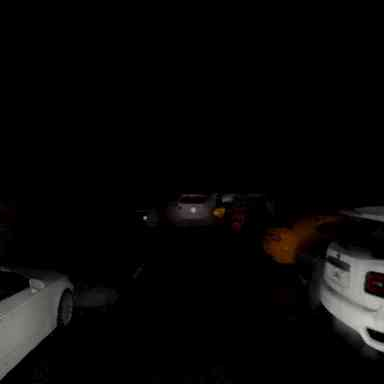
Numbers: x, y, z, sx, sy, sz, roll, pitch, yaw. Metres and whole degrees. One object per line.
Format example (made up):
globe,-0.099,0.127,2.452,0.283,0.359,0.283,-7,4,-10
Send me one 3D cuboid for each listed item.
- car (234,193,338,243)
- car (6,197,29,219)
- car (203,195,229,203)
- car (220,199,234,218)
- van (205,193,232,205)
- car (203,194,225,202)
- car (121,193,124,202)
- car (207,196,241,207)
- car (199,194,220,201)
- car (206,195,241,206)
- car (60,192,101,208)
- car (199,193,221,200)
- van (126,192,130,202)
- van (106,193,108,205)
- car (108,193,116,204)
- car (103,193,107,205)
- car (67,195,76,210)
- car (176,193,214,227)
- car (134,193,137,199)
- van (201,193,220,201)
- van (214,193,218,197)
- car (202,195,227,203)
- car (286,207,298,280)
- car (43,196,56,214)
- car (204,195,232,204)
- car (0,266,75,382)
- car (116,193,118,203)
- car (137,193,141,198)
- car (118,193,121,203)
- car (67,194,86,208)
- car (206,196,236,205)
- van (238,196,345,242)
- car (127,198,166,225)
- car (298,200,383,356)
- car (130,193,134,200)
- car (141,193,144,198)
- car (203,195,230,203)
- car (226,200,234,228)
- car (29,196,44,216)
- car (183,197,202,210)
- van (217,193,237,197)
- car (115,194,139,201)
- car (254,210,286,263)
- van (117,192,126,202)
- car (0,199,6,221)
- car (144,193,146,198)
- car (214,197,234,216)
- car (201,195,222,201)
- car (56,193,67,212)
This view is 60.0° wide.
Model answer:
car,4.665,1.184,12.821,5.566,2.045,2.435,0,0,0
car,-15.578,1.358,25.180,5.008,1.535,2.097,0,0,0
car,4.615,1.347,65.208,4.892,1.521,2.231,0,0,0
car,4.631,1.429,23.852,4.674,1.452,2.002,0,0,0
van,4.506,1.109,56.814,4.442,1.987,1.878,0,0,0
car,4.589,1.233,70.723,4.553,1.767,2.185,0,0,0
car,-15.561,1.369,61.179,4.674,1.452,2.002,0,0,0
car,4.620,1.335,48.667,4.892,1.521,2.231,0,0,0
car,4.431,1.405,84.509,5.366,1.575,1.946,0,0,0
car,4.811,1.330,51.423,5.366,1.575,1.946,0,0,0
car,-15.544,1.067,44.631,5.566,2.045,2.435,0,0,0
car,4.644,1.168,87.268,5.566,2.045,2.435,0,0,0
van,-15.444,1.116,66.862,4.442,1.987,1.878,0,0,0
van,-15.453,1.092,50.189,4.442,1.987,1.878,0,0,0
car,-15.540,1.067,52.966,5.566,2.045,2.435,0,0,0
car,-15.386,1.315,47.409,5.366,1.575,1.946,0,0,0
car,-15.574,1.369,36.295,4.674,1.452,2.002,0,0,0
car,0.106,1.135,22.384,2.150,2.045,5.566,0,0,0
car,-15.554,1.410,75.135,4.674,1.452,2.002,0,0,0
van,4.500,1.171,81.753,4.442,1.987,1.878,0,0,0
van,4.747,1.129,34.880,4.442,1.987,1.878,0,0,0
car,4.615,1.353,67.966,4.892,1.521,2.231,0,0,0
car,4.669,1.331,7.182,4.553,1.767,2.185,0,0,0
car,-15.548,1.215,30.734,4.553,1.767,2.185,0,0,0
car,4.617,1.338,59.695,4.892,1.521,2.231,0,0,0
car,-2.902,1.514,3.772,1.812,1.442,4.674,0,0,0
car,-15.560,1.323,55.747,4.892,1.521,2.231,0,0,0
car,-15.527,1.130,77.854,5.566,2.045,2.435,0,0,0
car,-15.535,1.354,58.525,4.792,1.488,2.163,0,0,0
car,-15.569,1.325,39.073,4.892,1.521,2.231,0,0,0
car,4.622,1.373,54.181,4.674,1.452,2.002,0,0,0
van,4.519,1.197,15.579,4.442,1.987,1.878,0,0,0
car,-2.906,1.403,23.254,2.128,1.511,4.902,0,0,0
car,4.667,1.215,4.546,5.566,2.045,2.435,0,0,0
car,-15.588,1.099,69.642,5.566,2.045,2.435,0,0,0
car,-15.582,1.155,83.539,5.566,2.045,2.435,0,0,0
car,4.616,1.342,62.451,4.892,1.521,2.231,0,0,0
car,4.640,1.411,18.337,5.008,1.535,2.097,0,0,0
car,-15.587,1.350,27.957,4.892,1.521,2.231,0,0,0
car,0.089,1.353,40.378,2.128,1.511,4.902,0,0,0
van,4.749,1.143,29.367,4.442,1.987,1.878,0,0,0
car,-15.739,1.391,80.758,5.366,1.575,1.946,0,0,0
car,4.632,1.446,9.939,5.008,1.535,2.097,0,0,0
van,-15.679,1.110,64.085,4.442,1.987,1.878,0,0,0
car,-15.615,1.242,22.398,4.553,1.767,2.185,0,0,0
car,-15.544,1.433,88.970,5.008,1.535,2.097,0,0,0
car,4.447,1.376,26.609,5.366,1.575,1.946,0,0,0
car,4.623,1.386,78.994,5.008,1.535,2.097,0,0,0
car,-15.547,1.209,33.515,4.553,1.767,2.185,0,0,0
